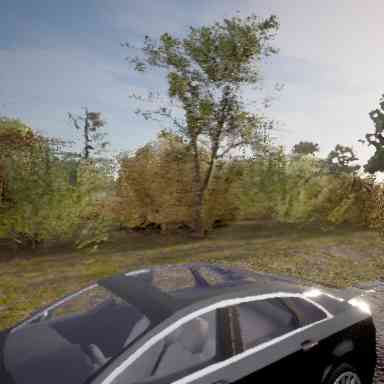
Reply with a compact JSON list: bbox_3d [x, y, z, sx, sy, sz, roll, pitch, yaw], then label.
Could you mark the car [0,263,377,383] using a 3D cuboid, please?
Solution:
[{"bbox_3d":[-0.320,1.494,2.843,4.902,1.511,2.128,0,0,-35],"label":"car"}]
